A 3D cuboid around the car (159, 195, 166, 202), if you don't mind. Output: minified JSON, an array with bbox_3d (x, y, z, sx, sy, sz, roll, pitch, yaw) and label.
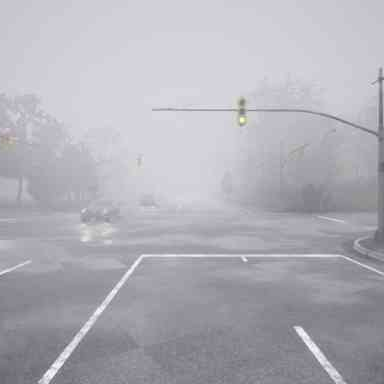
[{"bbox_3d":[-7.000,1.500,77.449,1.837,1.490,4.892,0,0,0],"label":"car"}]

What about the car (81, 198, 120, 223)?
[{"bbox_3d":[-7.001,1.334,25.808,2.097,1.767,4.553,0,0,0],"label":"car"}]

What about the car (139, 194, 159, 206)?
[{"bbox_3d":[-7.001,1.329,53.391,2.150,2.045,5.566,0,2,0],"label":"car"}]
